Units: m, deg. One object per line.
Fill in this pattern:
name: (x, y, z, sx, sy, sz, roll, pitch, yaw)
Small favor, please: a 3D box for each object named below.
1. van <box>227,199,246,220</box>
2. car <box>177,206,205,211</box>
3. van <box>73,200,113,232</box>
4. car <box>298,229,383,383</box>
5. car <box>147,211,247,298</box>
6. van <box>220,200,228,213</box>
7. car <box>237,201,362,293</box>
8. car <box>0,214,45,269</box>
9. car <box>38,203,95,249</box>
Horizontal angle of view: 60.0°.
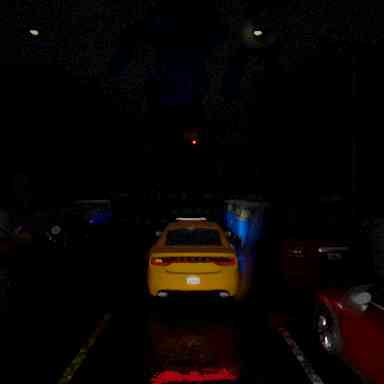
van: (2.687, 1.342, 14.200, 1.690, 1.788, 3.998, 0, 0, 0)
car: (-0.051, 1.493, 18.092, 2.128, 1.511, 4.902, 0, 0, 0)
van: (-5.868, 1.342, 19.592, 1.690, 1.788, 3.998, 0, 0, 0)
car: (2.746, 1.440, 3.325, 1.967, 1.590, 4.097, 0, 0, 0)
car: (0.038, 1.478, 8.590, 1.882, 1.535, 5.008, 0, 0, 0)
van: (2.657, 1.343, 19.638, 1.690, 1.788, 3.998, 0, 0, 0)
car: (2.716, 1.315, 8.763, 2.192, 1.841, 5.009, 0, 0, 0)
car: (-5.808, 1.525, 8.547, 1.752, 1.417, 4.829, 0, 0, 0)
car: (-5.838, 1.441, 14.154, 1.967, 1.590, 4.097, 0, 0, 0)
